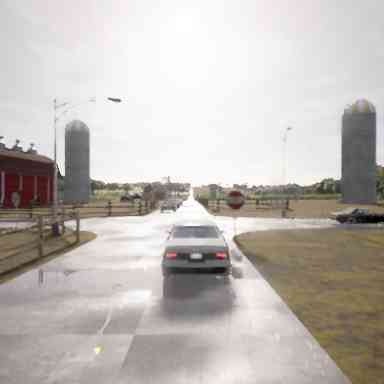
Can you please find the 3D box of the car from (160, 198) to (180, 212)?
[{"bbox_3d":[-2.845,1.801,41.245,1.895,1.301,4.718,0,0,0],"label":"car"}]

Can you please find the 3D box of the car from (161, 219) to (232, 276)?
[{"bbox_3d":[0.102,1.562,10.316,2.033,1.411,5.357,0,0,0],"label":"car"}]

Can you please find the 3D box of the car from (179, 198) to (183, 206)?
[{"bbox_3d":[-2.833,1.759,51.787,1.882,1.535,5.008,0,0,0],"label":"car"}]

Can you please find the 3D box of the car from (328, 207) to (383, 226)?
[{"bbox_3d":[12.614,1.782,24.247,4.718,1.301,1.895,0,1,2],"label":"car"}]

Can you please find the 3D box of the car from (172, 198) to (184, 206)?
[{"bbox_3d":[-2.756,1.940,66.373,2.128,1.511,4.902,0,-1,0],"label":"car"}]
